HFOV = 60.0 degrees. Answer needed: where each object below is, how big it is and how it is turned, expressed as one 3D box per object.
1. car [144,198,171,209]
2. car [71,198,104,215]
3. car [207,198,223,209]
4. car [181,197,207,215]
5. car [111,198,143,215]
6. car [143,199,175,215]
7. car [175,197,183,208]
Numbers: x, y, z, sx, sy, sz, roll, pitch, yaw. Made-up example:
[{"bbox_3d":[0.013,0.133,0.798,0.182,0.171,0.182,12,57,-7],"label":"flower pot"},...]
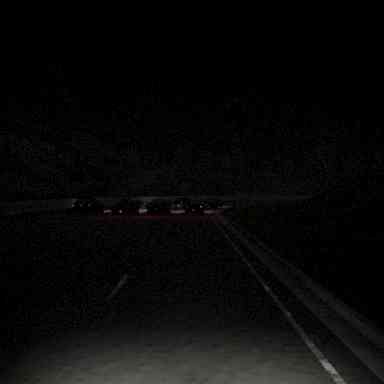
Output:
[{"bbox_3d":[-4.690,1.580,45.797,1.895,1.301,4.718,0,0,20],"label":"car"},{"bbox_3d":[-10.440,1.336,33.664,2.097,1.767,4.553,0,0,2],"label":"car"},{"bbox_3d":[2.909,1.504,46.102,1.812,1.442,4.674,0,0,23],"label":"car"},{"bbox_3d":[0.274,1.510,33.350,1.812,1.442,4.674,0,0,3],"label":"car"},{"bbox_3d":[-6.689,1.585,34.071,1.895,1.301,4.718,0,0,4],"label":"car"},{"bbox_3d":[-3.230,1.462,33.277,1.882,1.535,5.008,0,0,3],"label":"car"},{"bbox_3d":[-0.898,1.484,45.913,1.837,1.490,4.892,0,0,21],"label":"car"}]
